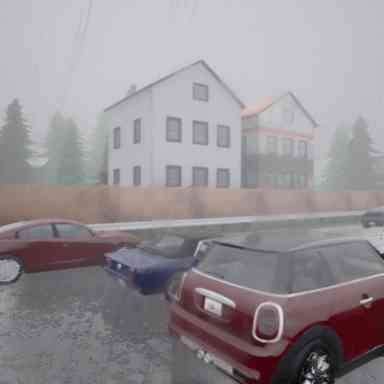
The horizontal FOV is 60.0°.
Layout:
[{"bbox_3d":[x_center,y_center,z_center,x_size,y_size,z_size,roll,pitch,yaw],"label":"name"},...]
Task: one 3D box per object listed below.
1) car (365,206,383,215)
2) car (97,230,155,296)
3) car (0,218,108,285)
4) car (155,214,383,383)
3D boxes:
[{"bbox_3d":[12.868,1.667,21.515,4.892,1.490,1.837,0,0,-35],"label":"car"},{"bbox_3d":[0.343,1.637,8.287,4.718,1.301,1.895,0,0,-35],"label":"car"},{"bbox_3d":[-3.837,1.495,9.607,5.008,1.535,1.882,0,0,-35],"label":"car"},{"bbox_3d":[1.979,1.384,5.156,4.553,1.767,2.097,0,0,-35],"label":"car"}]
